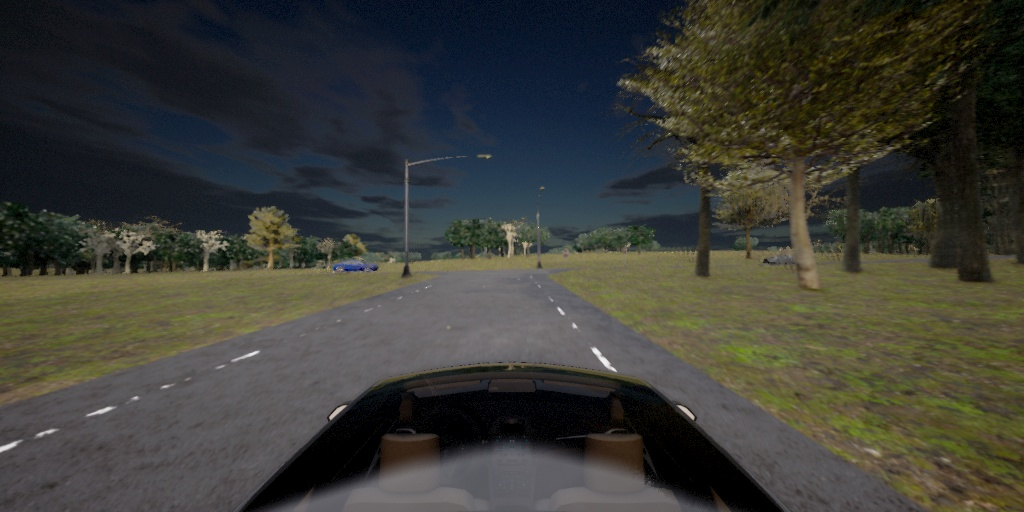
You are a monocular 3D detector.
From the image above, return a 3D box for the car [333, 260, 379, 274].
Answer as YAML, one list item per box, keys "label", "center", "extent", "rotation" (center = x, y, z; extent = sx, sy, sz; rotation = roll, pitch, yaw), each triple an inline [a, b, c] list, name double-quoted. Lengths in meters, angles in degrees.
- label: "car"
  center: [-18.170, 1.248, 41.885]
  extent: [5.008, 1.535, 1.882]
  rotation: [-1, -2, 0]

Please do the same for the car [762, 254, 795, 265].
- label: "car"
  center: [37.118, 0.473, 49.677]
  extent: [4.181, 1.385, 1.994]
  rotation: [-2, -2, -1]
